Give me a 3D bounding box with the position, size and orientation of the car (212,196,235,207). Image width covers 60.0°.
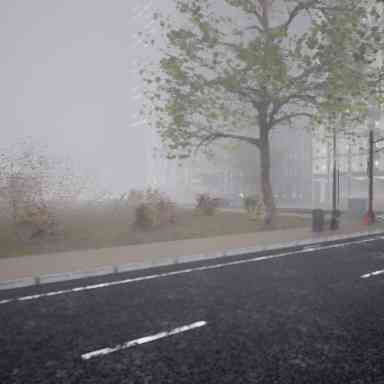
[{"bbox_3d":[4.116,1.380,47.857,2.128,1.511,4.902,1,0,-34],"label":"car"}]

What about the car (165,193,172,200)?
[{"bbox_3d":[-5.671,1.137,62.645,2.150,2.045,5.566,1,0,-34],"label":"car"}]
